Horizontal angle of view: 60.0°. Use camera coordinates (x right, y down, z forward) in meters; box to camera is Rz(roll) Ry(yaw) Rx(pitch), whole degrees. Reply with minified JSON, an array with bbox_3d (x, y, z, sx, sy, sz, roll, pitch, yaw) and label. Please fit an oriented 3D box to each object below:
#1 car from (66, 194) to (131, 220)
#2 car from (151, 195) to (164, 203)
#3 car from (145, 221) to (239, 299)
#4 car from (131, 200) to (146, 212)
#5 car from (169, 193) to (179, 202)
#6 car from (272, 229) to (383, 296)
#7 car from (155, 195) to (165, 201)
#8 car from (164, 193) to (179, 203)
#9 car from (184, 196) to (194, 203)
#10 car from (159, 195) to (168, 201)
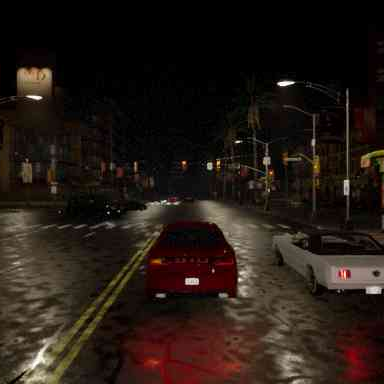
[{"bbox_3d":[-8.234,1.222,28.244,5.566,2.045,2.150,0,-1,31],"label":"car"},{"bbox_3d":[-7.674,1.540,71.568,2.033,1.411,5.357,0,0,-1],"label":"car"},{"bbox_3d":[-0.006,1.478,8.530,1.882,1.535,5.008,0,0,0],"label":"car"},{"bbox_3d":[-7.327,1.564,38.060,4.181,1.385,1.994,0,0,-37],"label":"car"},{"bbox_3d":[-4.261,1.225,80.645,2.150,2.045,5.566,0,0,-1],"label":"car"},{"bbox_3d":[3.495,1.601,8.618,1.895,1.301,4.718,0,0,0],"label":"car"},{"bbox_3d":[-7.765,1.524,81.063,1.812,1.442,4.674,0,0,-1],"label":"car"},{"bbox_3d":[-4.171,1.355,71.306,2.097,1.767,4.553,0,0,-1],"label":"car"},{"bbox_3d":[-0.563,1.491,69.477,2.128,1.511,4.902,0,0,0],"label":"car"},{"bbox_3d":[-7.863,1.525,91.178,2.128,1.511,4.902,0,0,-1],"label":"car"}]
